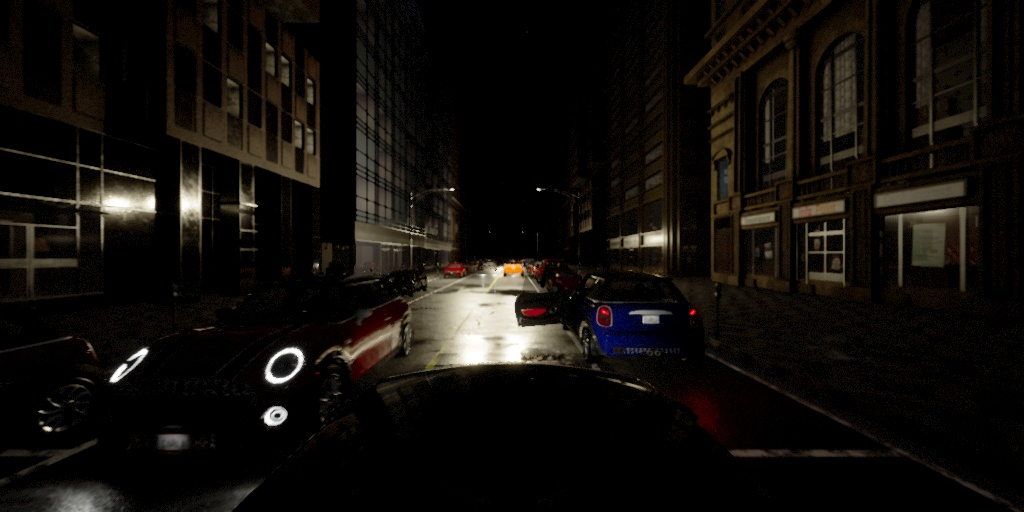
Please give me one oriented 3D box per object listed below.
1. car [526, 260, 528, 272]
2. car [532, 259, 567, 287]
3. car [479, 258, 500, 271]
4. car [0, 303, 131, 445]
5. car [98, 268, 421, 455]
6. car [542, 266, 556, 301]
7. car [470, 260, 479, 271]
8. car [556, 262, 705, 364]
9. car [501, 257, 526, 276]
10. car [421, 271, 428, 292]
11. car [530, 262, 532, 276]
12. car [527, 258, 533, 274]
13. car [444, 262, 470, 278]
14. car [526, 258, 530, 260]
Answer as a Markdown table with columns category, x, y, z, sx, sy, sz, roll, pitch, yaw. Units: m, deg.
| category | x | y | z | sx | sy | sz | roll | pitch | yaw |
| --- | --- | --- | --- | --- | --- | --- | --- | --- | --- |
| car | 2.867 | 1.438 | 41.619 | 1.948 | 1.339 | 4.313 | 0 | 0 | 0 |
| car | 2.821 | 1.133 | 24.814 | 2.192 | 1.841 | 5.009 | 0 | 0 | 0 |
| car | -2.882 | 1.130 | 46.696 | 1.812 | 1.442 | 4.674 | 0 | 0 | 0 |
| car | -5.765 | 1.191 | 2.417 | 1.967 | 1.591 | 4.097 | 0 | 0 | 0 |
| car | -3.093 | 1.112 | 5.521 | 2.097 | 1.767 | 4.553 | 0 | 0 | 0 |
| car | 2.806 | 1.382 | 19.213 | 1.802 | 1.307 | 4.207 | 0 | 0 | 0 |
| car | -5.629 | 1.348 | 52.835 | 1.967 | 1.591 | 4.097 | 0 | 0 | 0 |
| car | 2.403 | 1.121 | 8.319 | 2.097 | 1.767 | 4.553 | 0 | 0 | 0 |
| car | 0.176 | 1.214 | 38.328 | 2.097 | 1.767 | 4.553 | 0 | 0 | 1 |
| car | -5.719 | 1.366 | 19.222 | 1.948 | 1.339 | 4.313 | 0 | 0 | 0 |
| car | 2.836 | 1.401 | 30.416 | 1.948 | 1.339 | 4.313 | 0 | 0 | 0 |
| car | 2.851 | 1.294 | 36.017 | 1.967 | 1.591 | 4.097 | 0 | 0 | 0 |
| car | -5.674 | 1.398 | 36.029 | 1.888 | 1.381 | 4.507 | 0 | 0 | 0 |
| car | 2.882 | 1.330 | 47.220 | 1.967 | 1.591 | 4.097 | 0 | 0 | 0 |
